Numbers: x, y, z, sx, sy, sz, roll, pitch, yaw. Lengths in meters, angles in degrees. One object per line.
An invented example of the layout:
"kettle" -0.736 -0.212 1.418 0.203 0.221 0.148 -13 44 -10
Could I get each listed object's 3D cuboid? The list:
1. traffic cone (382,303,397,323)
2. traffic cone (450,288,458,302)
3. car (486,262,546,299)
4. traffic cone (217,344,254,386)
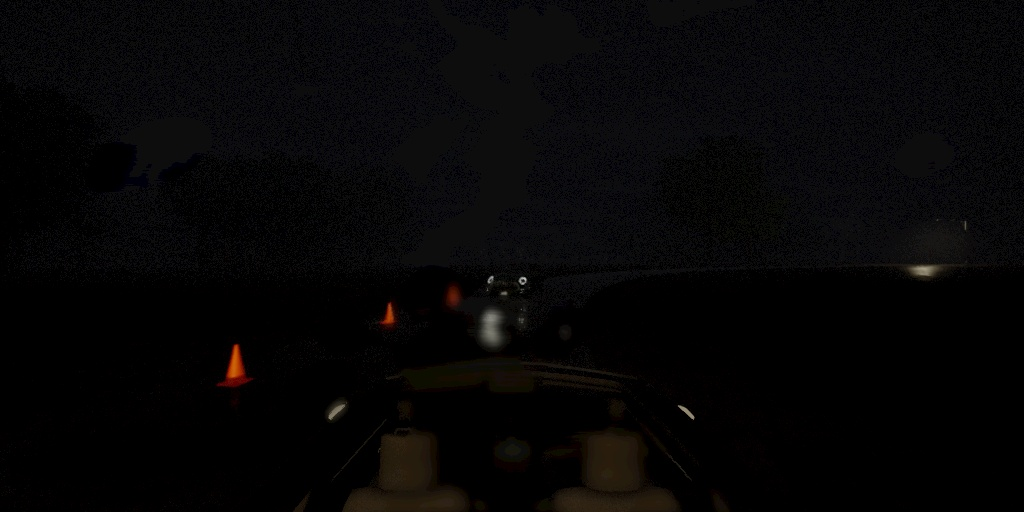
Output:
"traffic cone" -3.684 1.698 10.782 0.340 0.580 0.340 0 0 9
"traffic cone" -2.605 1.707 15.883 0.340 0.580 0.340 0 0 14
"car" 0.322 1.120 18.368 2.097 1.767 4.553 0 0 18
"traffic cone" -4.316 1.679 5.608 0.340 0.580 0.340 0 0 4
